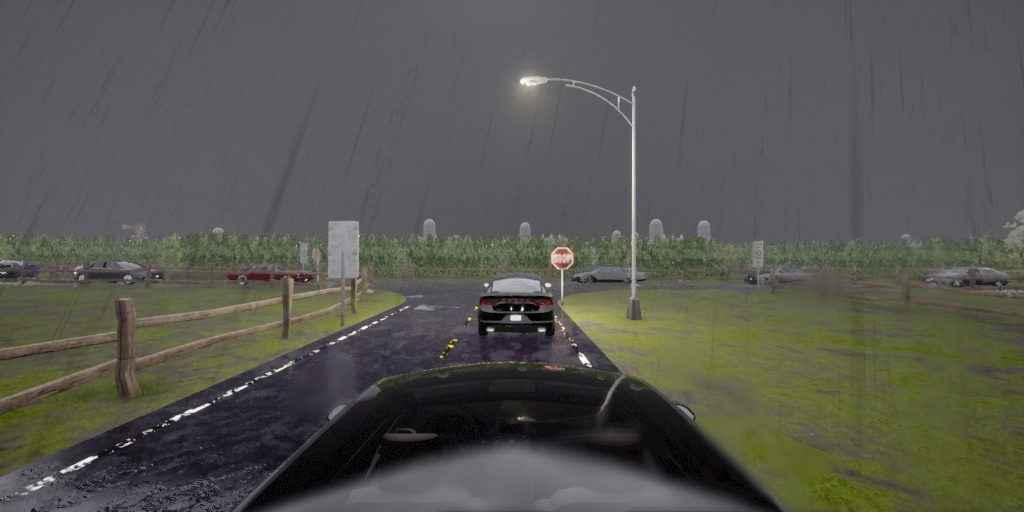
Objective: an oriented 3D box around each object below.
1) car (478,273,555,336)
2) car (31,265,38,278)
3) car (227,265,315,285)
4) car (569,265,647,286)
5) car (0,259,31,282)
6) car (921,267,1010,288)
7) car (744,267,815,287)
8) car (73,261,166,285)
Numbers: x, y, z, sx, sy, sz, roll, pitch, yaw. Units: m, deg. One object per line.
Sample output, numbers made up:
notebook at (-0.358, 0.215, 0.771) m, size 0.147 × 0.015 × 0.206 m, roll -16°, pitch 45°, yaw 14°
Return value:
car at (0.152, 1.230, 10.478) m, size 1.882 × 1.535 × 5.008 m, roll 0°, pitch 0°, yaw 2°
car at (-38.363, 1.008, 26.506) m, size 5.008 × 1.535 × 1.882 m, roll 0°, pitch -1°, yaw 0°
car at (-15.569, 1.229, 23.353) m, size 4.718 × 1.301 × 1.895 m, roll 0°, pitch -1°, yaw 2°
car at (6.941, 1.392, 26.173) m, size 5.357 × 1.411 × 2.033 m, roll 0°, pitch -1°, yaw 0°
car at (-35.976, 0.718, 23.549) m, size 5.566 × 2.045 × 2.150 m, roll 0°, pitch -1°, yaw 1°
car at (32.744, 1.549, 25.977) m, size 4.902 × 1.511 × 2.128 m, roll 1°, pitch -1°, yaw 0°
car at (19.368, 1.508, 26.079) m, size 4.181 × 1.385 × 1.994 m, roll 0°, pitch -1°, yaw 1°
car at (-25.609, 1.066, 23.463) m, size 4.892 × 1.490 × 1.837 m, roll 0°, pitch -1°, yaw 1°
